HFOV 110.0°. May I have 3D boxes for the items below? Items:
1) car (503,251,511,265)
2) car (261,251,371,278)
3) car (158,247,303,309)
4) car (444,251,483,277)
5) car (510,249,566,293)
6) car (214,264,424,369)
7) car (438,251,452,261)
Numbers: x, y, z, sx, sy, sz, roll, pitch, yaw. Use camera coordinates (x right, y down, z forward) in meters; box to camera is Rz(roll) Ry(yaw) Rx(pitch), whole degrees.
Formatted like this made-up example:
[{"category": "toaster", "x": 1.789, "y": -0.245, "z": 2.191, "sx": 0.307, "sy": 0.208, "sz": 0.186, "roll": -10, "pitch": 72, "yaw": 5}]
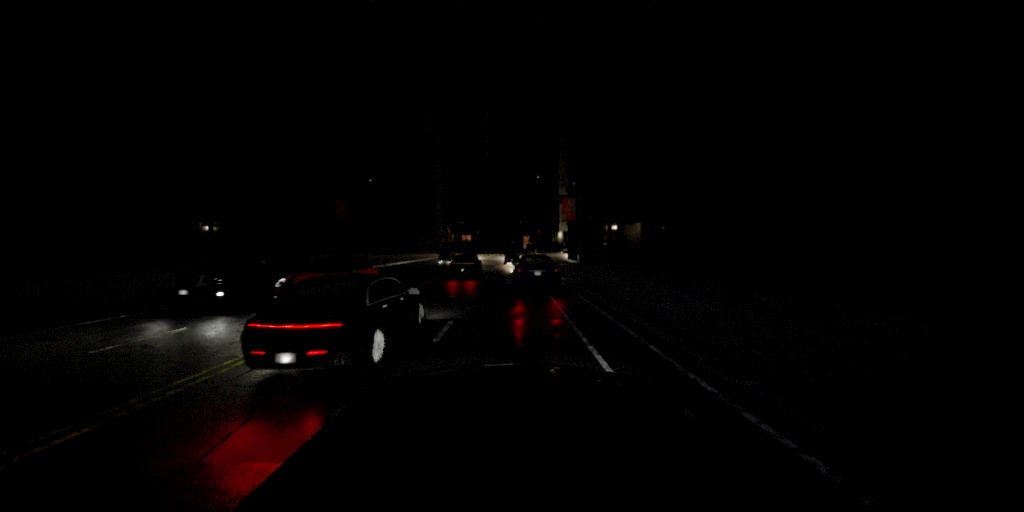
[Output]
[{"category": "car", "x": 0.014, "y": 0.242, "z": 42.420, "sx": 1.812, "sy": 1.442, "sz": 4.674, "roll": 0, "pitch": 2, "yaw": 1}, {"category": "car", "x": -6.642, "y": 0.806, "z": 13.372, "sx": 2.097, "sy": 1.767, "sz": 4.553, "roll": 0, "pitch": 1, "yaw": 0}, {"category": "car", "x": -9.894, "y": 0.672, "z": 13.541, "sx": 2.150, "sy": 2.045, "sz": 5.566, "roll": 0, "pitch": 1, "yaw": 0}, {"category": "car", "x": -3.185, "y": 0.635, "z": 25.609, "sx": 2.128, "sy": 1.511, "sz": 4.902, "roll": 0, "pitch": 1, "yaw": 0}, {"category": "car", "x": 1.088, "y": 0.705, "z": 17.283, "sx": 2.097, "sy": 1.767, "sz": 4.553, "roll": 0, "pitch": 1, "yaw": 0}, {"category": "car", "x": -3.175, "y": 1.110, "z": 7.420, "sx": 1.837, "sy": 1.490, "sz": 4.892, "roll": 0, "pitch": 2, "yaw": 0}, {"category": "car", "x": -9.814, "y": -0.037, "z": 54.274, "sx": 2.033, "sy": 1.411, "sz": 5.357, "roll": 0, "pitch": 1, "yaw": 1}]
